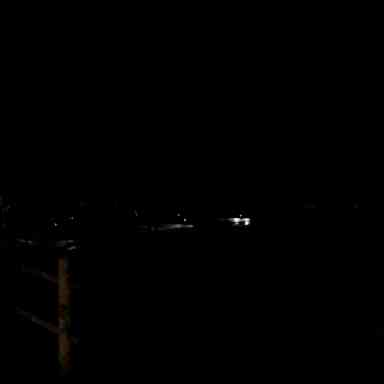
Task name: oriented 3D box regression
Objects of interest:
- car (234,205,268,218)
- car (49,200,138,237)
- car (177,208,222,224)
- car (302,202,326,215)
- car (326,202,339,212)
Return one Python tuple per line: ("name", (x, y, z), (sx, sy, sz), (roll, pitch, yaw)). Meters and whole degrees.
("car", (6.815, 2.182, 37.751), (2.033, 1.411, 5.357), (-1, -1, 37))
("car", (-5.821, 1.498, 20.416), (2.150, 2.045, 5.566), (-1, -2, 36))
("car", (0.713, 2.061, 29.390), (1.895, 1.301, 4.718), (-1, -1, 36))
("car", (16.810, 2.352, 46.506), (1.812, 1.442, 4.674), (-1, -2, 36))
("car", (22.573, 2.346, 54.424), (2.097, 1.767, 4.553), (-1, -1, 37))
